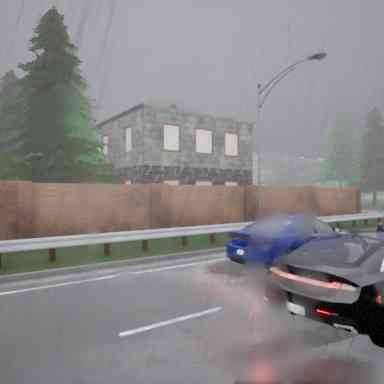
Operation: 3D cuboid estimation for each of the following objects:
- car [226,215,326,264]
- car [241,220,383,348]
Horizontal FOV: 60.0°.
[{"bbox_3d":[3.324,1.474,10.436,5.008,1.535,1.882,0,0,-36],"label":"car"},{"bbox_3d":[3.495,1.489,6.260,4.902,1.511,2.128,0,0,-35],"label":"car"}]
